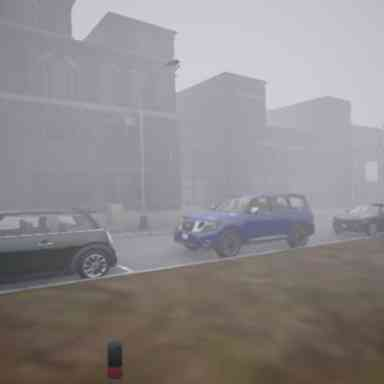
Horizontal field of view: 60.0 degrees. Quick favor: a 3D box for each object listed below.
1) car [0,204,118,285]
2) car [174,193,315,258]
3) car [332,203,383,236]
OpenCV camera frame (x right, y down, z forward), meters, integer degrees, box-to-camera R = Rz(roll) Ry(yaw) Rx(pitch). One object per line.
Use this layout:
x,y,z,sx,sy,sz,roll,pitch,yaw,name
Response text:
-4.131,1.172,7.644,4.553,1.767,2.185,1,0,-33,car
2.094,1.062,12.098,5.566,2.045,2.435,0,0,-33,car
9.377,1.354,17.304,5.008,1.535,2.097,0,0,-33,car
